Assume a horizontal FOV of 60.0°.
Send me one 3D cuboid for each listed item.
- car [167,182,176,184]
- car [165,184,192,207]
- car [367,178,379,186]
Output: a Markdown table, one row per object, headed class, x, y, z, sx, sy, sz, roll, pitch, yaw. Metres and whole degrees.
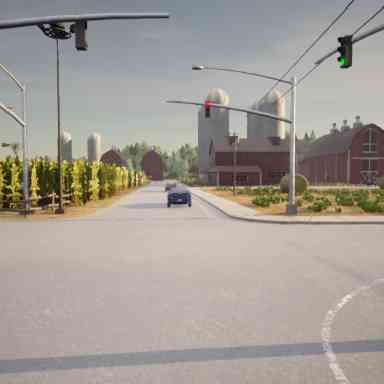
| class | x | y | z | sx | sy | sz | roll | pitch | yaw |
| --- | --- | --- | --- | --- | --- | --- | --- | --- | --- |
| car | -3.337 | -0.811 | 52.831 | 2.128 | 1.511 | 4.902 | 0 | 3 | -5 |
| car | -1.110 | 0.346 | 27.600 | 1.882 | 1.535 | 5.008 | 0 | 3 | -5 |
| car | 42.375 | -2.329 | 77.518 | 1.905 | 1.878 | 3.866 | 10 | 10 | 41 |
